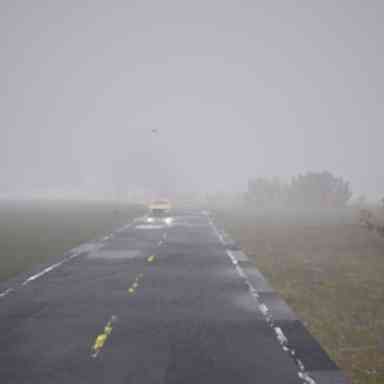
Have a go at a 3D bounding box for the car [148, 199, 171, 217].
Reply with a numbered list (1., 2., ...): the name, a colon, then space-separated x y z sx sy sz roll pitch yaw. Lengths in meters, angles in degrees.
1. car: -2.930 1.400 30.860 1.882 1.535 5.008 0 0 -1
